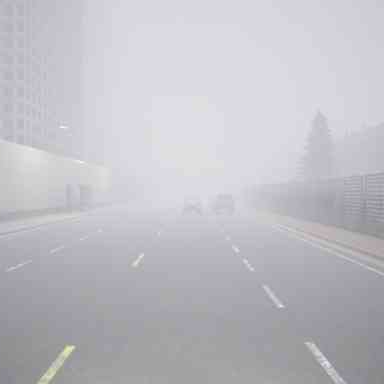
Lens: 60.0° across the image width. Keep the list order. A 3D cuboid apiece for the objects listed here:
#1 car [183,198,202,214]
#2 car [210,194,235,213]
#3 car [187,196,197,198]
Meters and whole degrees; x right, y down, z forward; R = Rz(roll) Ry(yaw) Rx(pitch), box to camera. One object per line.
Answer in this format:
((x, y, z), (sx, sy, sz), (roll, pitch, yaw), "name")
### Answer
((0.041, 1.601, 35.173), (1.895, 1.301, 4.718), (0, 0, 0), "car")
((3.505, 1.221, 37.293), (2.150, 2.045, 5.566), (0, 0, 1), "car")
((-0.017, 1.352, 45.061), (2.097, 1.767, 4.553), (0, 0, 0), "car")
